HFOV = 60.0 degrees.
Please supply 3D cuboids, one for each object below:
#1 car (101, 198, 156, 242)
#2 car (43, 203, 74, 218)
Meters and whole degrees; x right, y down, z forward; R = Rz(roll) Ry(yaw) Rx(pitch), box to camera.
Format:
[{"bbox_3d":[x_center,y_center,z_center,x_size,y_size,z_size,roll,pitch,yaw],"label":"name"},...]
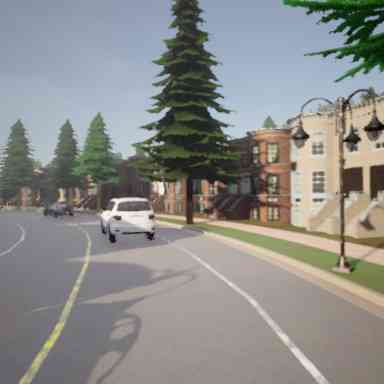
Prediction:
[{"bbox_3d":[-3.473,1.342,17.517,2.150,2.045,5.566,0,0,-21],"label":"car"},{"bbox_3d":[-13.444,1.815,33.457,1.812,1.442,4.674,0,-1,-42],"label":"car"}]
